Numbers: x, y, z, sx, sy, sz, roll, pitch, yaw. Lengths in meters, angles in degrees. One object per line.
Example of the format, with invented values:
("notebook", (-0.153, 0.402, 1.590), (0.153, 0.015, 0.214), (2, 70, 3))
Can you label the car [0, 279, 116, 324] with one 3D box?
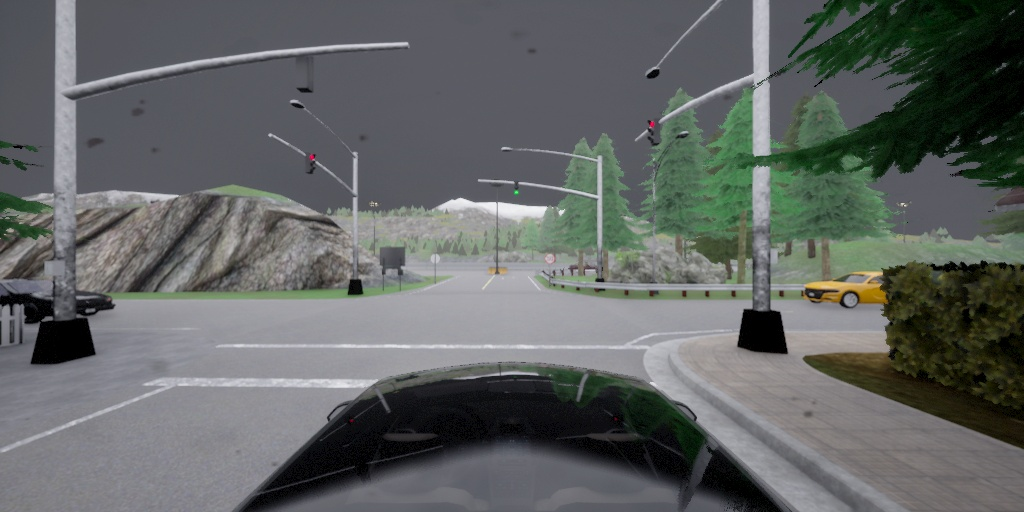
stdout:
("car", (-17.385, 1.519, 12.542), (5.357, 1.411, 2.033), (0, 0, 0))

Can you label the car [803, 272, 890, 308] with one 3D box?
("car", (15.952, 1.458, 16.086), (5.008, 1.535, 1.882), (0, 0, 0))

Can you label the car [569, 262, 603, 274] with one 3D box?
("car", (9.977, 1.547, 46.467), (5.008, 1.535, 1.882), (0, -1, 3))
